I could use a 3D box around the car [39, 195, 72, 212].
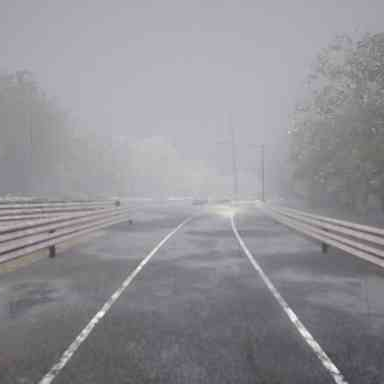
[{"bbox_3d":[-11.442,1.107,31.024,2.097,1.767,4.553,0,-1,19],"label":"car"}]

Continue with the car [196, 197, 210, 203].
[{"bbox_3d":[2.719,1.992,83.636,2.033,1.411,5.357,0,-1,19],"label":"car"}]

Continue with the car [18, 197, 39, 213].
[{"bbox_3d":[-14.723,1.251,32.252,1.837,1.490,4.892,0,-1,19],"label":"car"}]

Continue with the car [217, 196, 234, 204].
[{"bbox_3d":[7.866,1.936,77.009,1.812,1.442,4.674,0,-1,19],"label":"car"}]

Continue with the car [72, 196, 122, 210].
[{"bbox_3d":[-8.146,1.116,29.845,2.097,1.767,4.553,0,-1,19],"label":"car"}]

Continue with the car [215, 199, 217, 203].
[{"bbox_3d":[7.318,2.068,86.305,1.994,1.385,4.181,0,-1,19],"label":"car"}]

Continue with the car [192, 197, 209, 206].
[{"bbox_3d":[1.451,1.686,58.020,1.812,1.442,4.674,0,-1,19],"label":"car"}]
